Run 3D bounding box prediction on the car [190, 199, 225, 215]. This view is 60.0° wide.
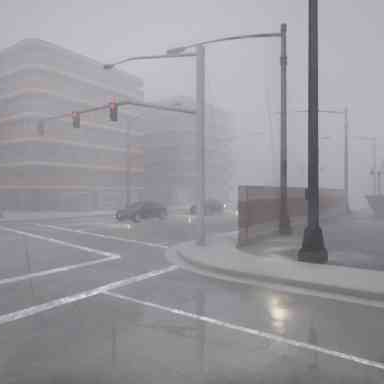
[{"bbox_3d":[1.676,1.505,34.412,1.837,1.490,4.892,0,0,35],"label":"car"}]

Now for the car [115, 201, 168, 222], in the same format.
[{"bbox_3d":[-3.913,1.505,26.289,1.837,1.490,4.892,0,0,35],"label":"car"}]

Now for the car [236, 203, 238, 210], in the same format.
[{"bbox_3d":[7.440,1.601,42.780,1.895,1.301,4.718,0,0,35],"label":"car"}]
